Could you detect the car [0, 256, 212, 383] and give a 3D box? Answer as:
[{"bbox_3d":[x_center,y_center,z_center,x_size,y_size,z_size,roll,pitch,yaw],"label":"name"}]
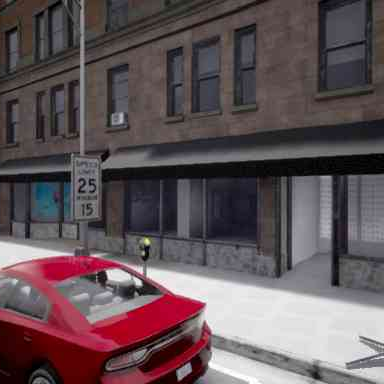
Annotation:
[{"bbox_3d":[-1.886,1.544,4.424,4.507,1.381,1.887,0,0,36],"label":"car"}]
